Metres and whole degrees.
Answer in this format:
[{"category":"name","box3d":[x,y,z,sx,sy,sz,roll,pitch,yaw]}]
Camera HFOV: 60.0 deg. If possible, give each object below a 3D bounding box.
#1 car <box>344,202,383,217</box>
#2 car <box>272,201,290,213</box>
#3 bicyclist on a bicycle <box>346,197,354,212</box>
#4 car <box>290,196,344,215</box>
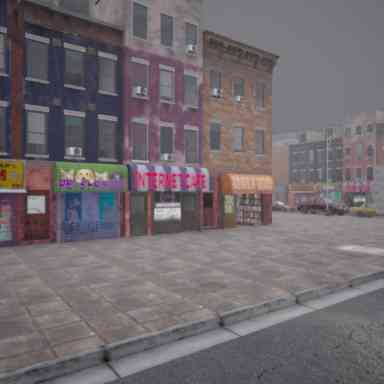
[{"category":"car","box3d":[16.174,1.571,28.799,1.752,1.417,4.829,0,0,-35]},{"category":"car","box3d":[9.744,1.657,37.815,1.802,1.307,4.206,0,0,-35]},{"category":"bicyclist on a bicycle","box3d":[17.464,1.372,36.715,1.656,1.620,0.582,0,0,-35]},{"category":"car","box3d":[12.909,1.376,33.376,2.192,1.841,5.009,0,0,-35]}]
